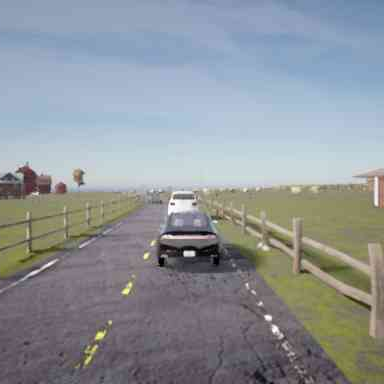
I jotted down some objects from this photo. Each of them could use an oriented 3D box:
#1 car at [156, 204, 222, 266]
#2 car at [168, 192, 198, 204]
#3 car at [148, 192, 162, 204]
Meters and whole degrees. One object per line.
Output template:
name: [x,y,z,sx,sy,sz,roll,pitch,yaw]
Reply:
car: [-0.114,1.385,11.148,2.128,1.511,4.902,0,1,-1]
car: [-0.715,0.977,26.172,2.150,2.045,5.566,0,1,-3]
car: [-5.552,0.904,50.434,2.097,1.767,4.553,0,1,-6]
